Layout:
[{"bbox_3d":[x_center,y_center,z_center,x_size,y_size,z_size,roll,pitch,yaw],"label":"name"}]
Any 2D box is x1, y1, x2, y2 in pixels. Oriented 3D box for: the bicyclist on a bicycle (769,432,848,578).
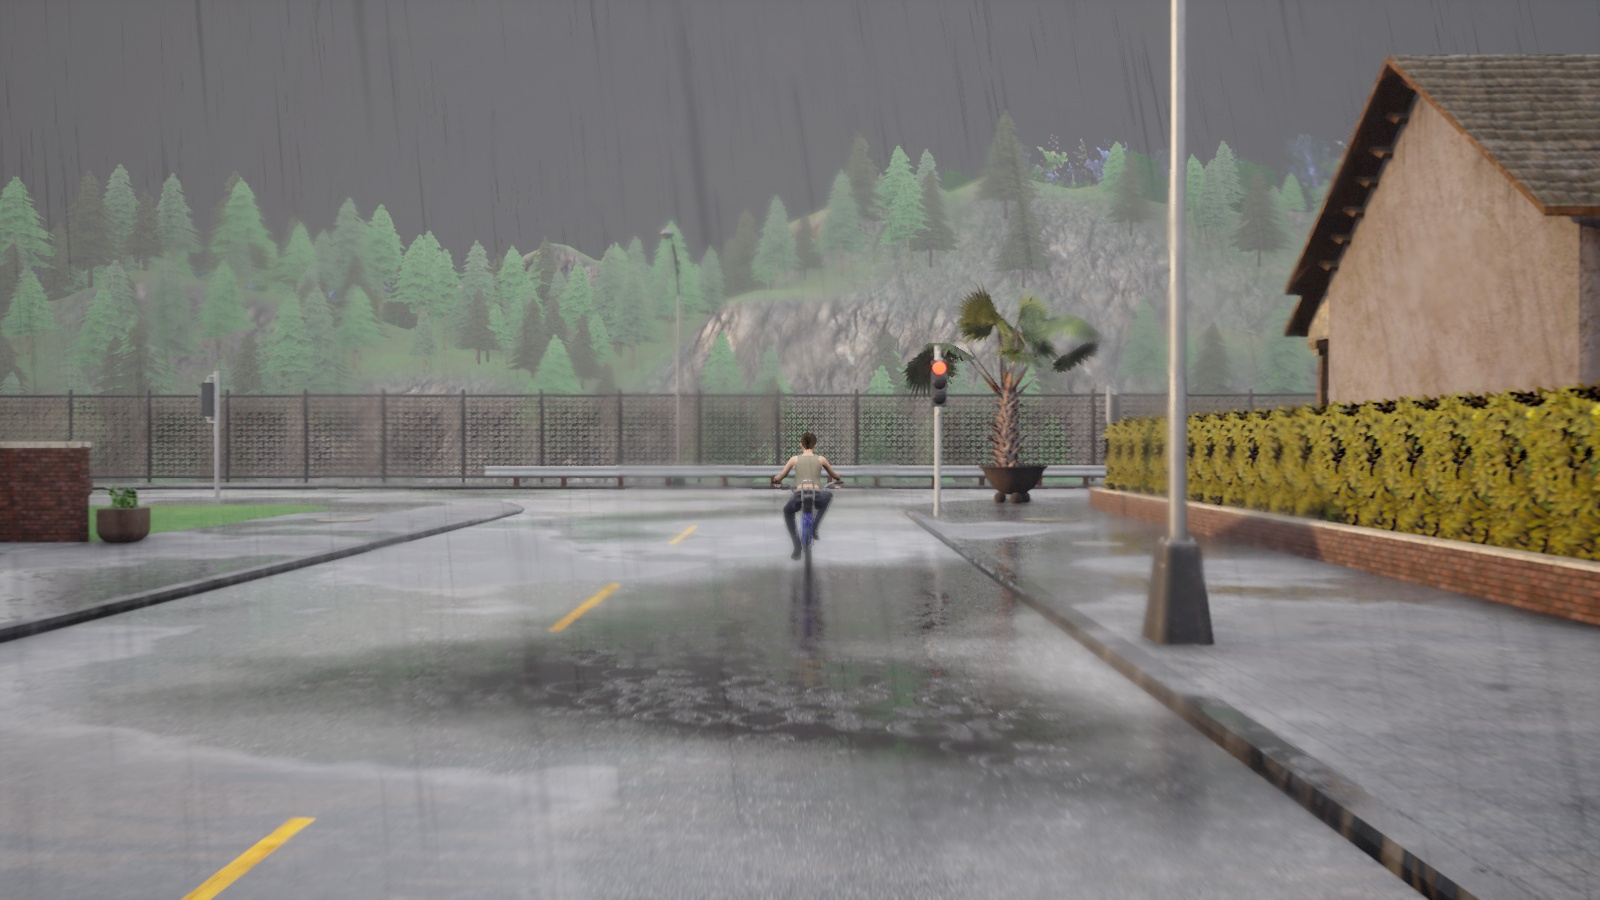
[{"bbox_3d":[0.093,0.601,14.603,0.866,1.612,1.509,0,0,0],"label":"bicyclist on a bicycle"}]
